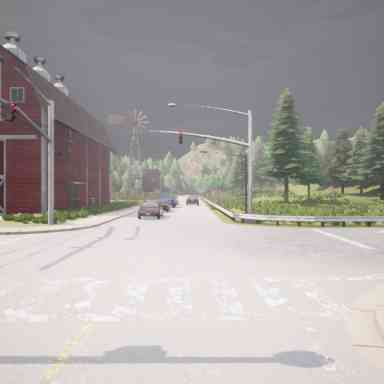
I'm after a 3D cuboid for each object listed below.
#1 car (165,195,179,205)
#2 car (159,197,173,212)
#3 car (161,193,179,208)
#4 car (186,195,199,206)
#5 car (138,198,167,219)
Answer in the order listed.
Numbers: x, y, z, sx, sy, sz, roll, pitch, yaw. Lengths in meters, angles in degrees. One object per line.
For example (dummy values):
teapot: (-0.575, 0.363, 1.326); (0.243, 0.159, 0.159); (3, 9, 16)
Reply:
car: (-3.464, 1.352, 58.241); (2.097, 1.767, 4.553); (0, 0, 0)
car: (-3.535, 1.601, 38.304); (1.895, 1.301, 4.718); (0, 0, 0)
car: (-3.507, 1.221, 48.161); (2.150, 2.045, 5.566); (0, 0, 1)
car: (0.094, 1.352, 55.549); (2.097, 1.767, 4.553); (0, 0, 0)
car: (-3.551, 1.526, 29.143); (1.812, 1.442, 4.674); (0, 0, 0)
